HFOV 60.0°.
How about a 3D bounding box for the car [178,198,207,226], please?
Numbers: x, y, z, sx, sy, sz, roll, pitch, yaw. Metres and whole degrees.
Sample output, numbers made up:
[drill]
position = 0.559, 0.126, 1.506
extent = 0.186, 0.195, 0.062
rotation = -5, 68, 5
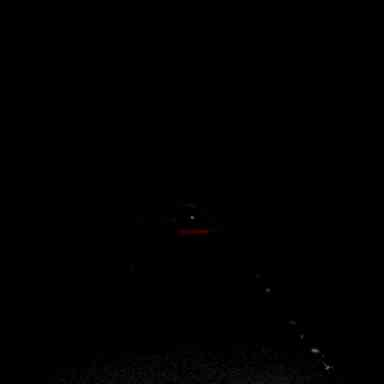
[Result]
[car]
position = 0.015, 1.432, 23.136
extent = 1.882, 1.535, 5.008
rotation = 0, 0, 0
